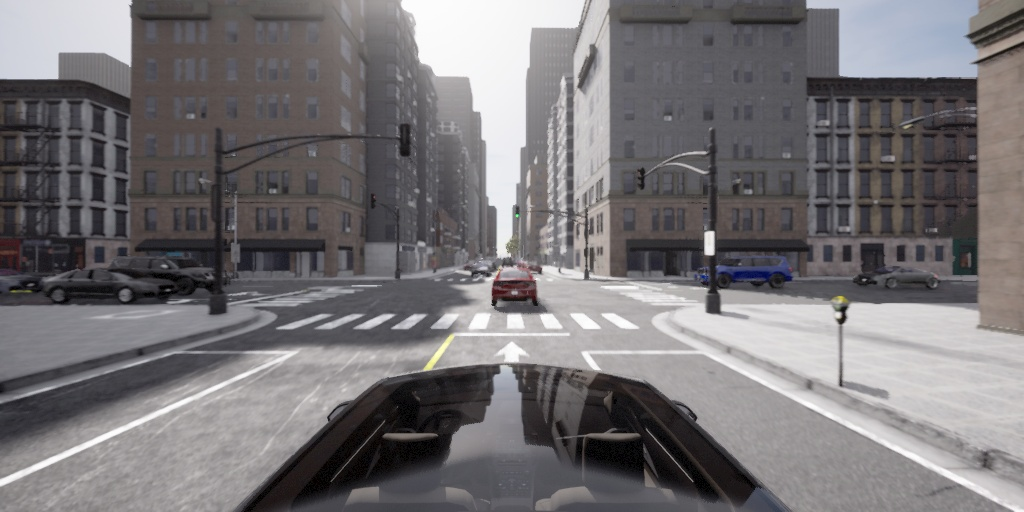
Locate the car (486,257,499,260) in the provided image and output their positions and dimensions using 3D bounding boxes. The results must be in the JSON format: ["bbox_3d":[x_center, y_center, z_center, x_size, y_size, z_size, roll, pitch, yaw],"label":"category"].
[{"bbox_3d":[-3.656,1.146,58.879,2.150,2.045,5.566,0,0,-1],"label":"car"}]

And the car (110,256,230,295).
[{"bbox_3d":[-18.631,1.030,19.468,5.566,2.045,2.150,0,0,0],"label":"car"}]

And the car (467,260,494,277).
[{"bbox_3d":[-3.259,1.401,38.077,2.033,1.411,5.357,0,0,-1],"label":"car"}]

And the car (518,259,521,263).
[{"bbox_3d":[2.295,1.492,54.755,1.802,1.307,4.207,0,0,-1],"label":"car"}]

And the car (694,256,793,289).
[{"bbox_3d":[14.818,1.011,23.101,5.566,2.045,2.150,0,0,1],"label":"car"}]

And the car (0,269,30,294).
[{"bbox_3d":[-28.047,1.384,19.414,4.181,1.385,1.994,0,0,0],"label":"car"}]

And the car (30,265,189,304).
[{"bbox_3d":[-17.995,1.300,16.222,4.892,1.490,1.837,0,0,0],"label":"car"}]

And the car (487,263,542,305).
[{"bbox_3d":[0.110,1.251,16.190,1.882,1.535,5.008,0,0,0],"label":"car"}]

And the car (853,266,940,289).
[{"bbox_3d":[24.738,1.352,23.184,4.181,1.385,1.994,0,0,-1],"label":"car"}]

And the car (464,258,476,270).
[{"bbox_3d":[-6.228,1.349,54.571,1.967,1.591,4.097,0,0,-1],"label":"car"}]

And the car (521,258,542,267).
[{"bbox_3d":[2.549,1.312,43.447,1.967,1.591,4.097,0,0,-1],"label":"car"}]

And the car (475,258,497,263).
[{"bbox_3d":[-3.419,1.380,48.295,2.128,1.511,4.902,0,0,-1],"label":"car"}]
